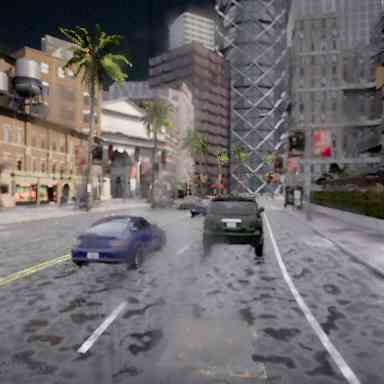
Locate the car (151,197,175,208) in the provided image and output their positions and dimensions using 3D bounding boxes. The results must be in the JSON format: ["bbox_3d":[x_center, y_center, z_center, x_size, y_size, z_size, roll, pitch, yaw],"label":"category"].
[{"bbox_3d":[-3.597,1.385,41.912,2.033,1.411,5.357,0,0,11],"label":"car"}]

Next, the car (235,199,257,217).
[{"bbox_3d":[5.140,1.420,31.285,1.837,1.490,4.892,0,0,11],"label":"car"}]

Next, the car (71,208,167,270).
[{"bbox_3d":[-2.212,1.477,10.891,1.812,1.442,4.674,0,0,9],"label":"car"}]

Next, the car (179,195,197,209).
[{"bbox_3d":[-0.149,1.215,41.301,2.097,1.767,4.553,0,0,11],"label":"car"}]

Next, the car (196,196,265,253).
[{"bbox_3d":[1.784,1.183,13.713,2.150,2.045,5.566,0,0,10],"label":"car"}]

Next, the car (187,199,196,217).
[{"bbox_3d":[1.155,1.505,29.131,1.895,1.301,4.718,0,0,11],"label":"car"}]
